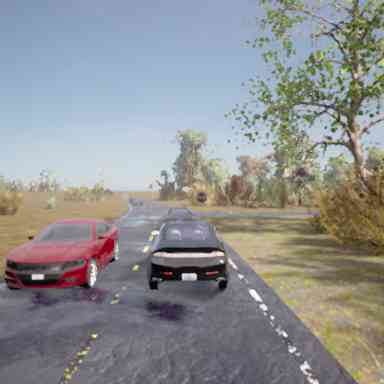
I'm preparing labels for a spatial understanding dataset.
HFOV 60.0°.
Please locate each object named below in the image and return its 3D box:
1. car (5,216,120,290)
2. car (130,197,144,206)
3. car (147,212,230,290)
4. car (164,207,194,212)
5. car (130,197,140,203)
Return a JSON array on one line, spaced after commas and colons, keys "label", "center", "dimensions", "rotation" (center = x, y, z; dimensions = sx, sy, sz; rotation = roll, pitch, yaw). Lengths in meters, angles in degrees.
[{"label": "car", "center": [-3.330, 1.515, 9.461], "dimensions": [1.882, 1.535, 5.008], "rotation": [0, 0, -2]}, {"label": "car", "center": [-9.905, 1.768, 61.156], "dimensions": [2.033, 1.411, 5.357], "rotation": [0, 0, -11]}, {"label": "car", "center": [-0.135, 1.526, 9.168], "dimensions": [2.128, 1.511, 4.902], "rotation": [0, 0, -2]}, {"label": "car", "center": [-0.799, 1.645, 21.054], "dimensions": [1.994, 1.385, 4.181], "rotation": [0, 0, -5]}, {"label": "car", "center": [-13.130, 1.824, 76.152], "dimensions": [1.994, 1.385, 4.181], "rotation": [0, 0, -12]}]
